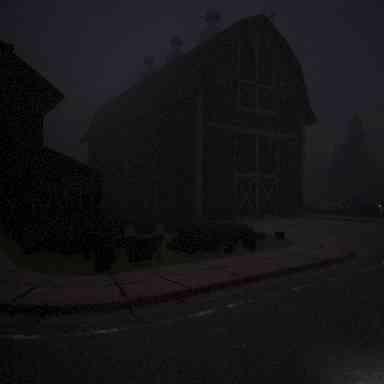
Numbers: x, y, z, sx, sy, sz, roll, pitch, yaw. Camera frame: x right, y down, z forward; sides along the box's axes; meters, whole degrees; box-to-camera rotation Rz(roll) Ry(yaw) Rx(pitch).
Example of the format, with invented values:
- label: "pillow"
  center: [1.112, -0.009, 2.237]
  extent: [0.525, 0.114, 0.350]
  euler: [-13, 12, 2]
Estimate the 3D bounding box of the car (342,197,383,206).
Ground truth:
- label: "car"
  center: [18.240, 1.363, 35.109]
  extent: [2.097, 1.767, 4.553]
  euler: [0, 0, -34]
